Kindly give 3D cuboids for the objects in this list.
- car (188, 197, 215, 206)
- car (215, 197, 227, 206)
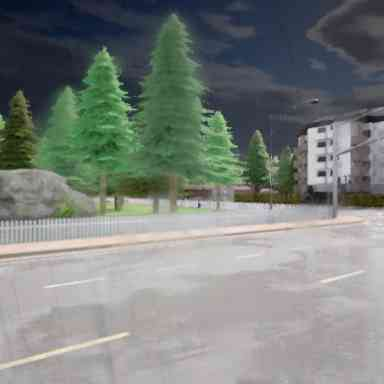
[{"bbox_3d":[1.022,1.564,53.845,2.128,1.511,4.902,0,0,-34],"label":"car"},{"bbox_3d":[3.936,1.586,55.784,1.837,1.490,4.892,0,0,-34],"label":"car"}]
